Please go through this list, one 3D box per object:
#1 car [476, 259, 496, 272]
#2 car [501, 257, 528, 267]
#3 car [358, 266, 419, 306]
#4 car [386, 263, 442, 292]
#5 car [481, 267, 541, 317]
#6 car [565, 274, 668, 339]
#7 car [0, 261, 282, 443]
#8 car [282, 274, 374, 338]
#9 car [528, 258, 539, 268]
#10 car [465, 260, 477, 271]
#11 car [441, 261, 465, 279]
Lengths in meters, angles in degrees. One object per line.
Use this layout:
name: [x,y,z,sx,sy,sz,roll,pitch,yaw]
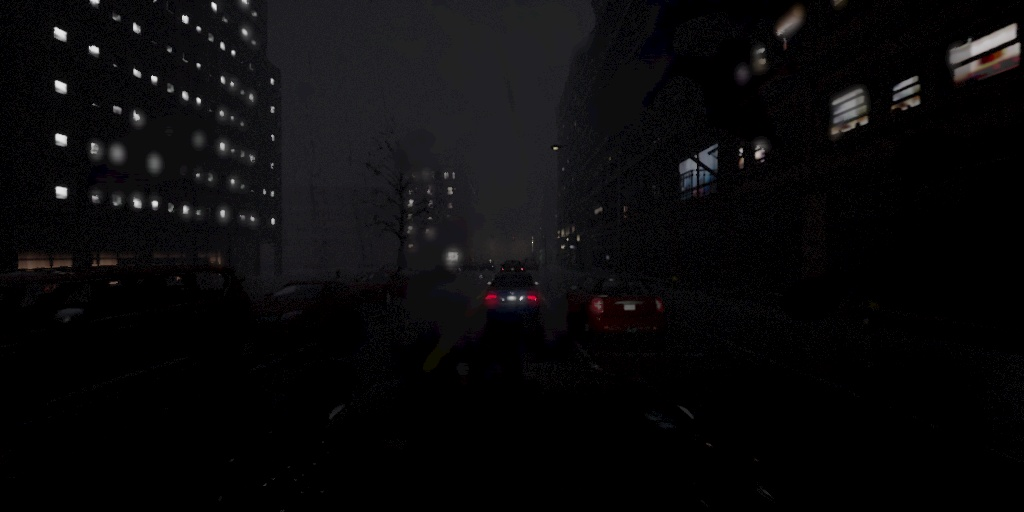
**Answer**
car: [-3.110,1.387,46.098,1.895,1.301,4.718,0,0,0]
car: [0.060,1.122,31.597,2.097,1.767,4.553,0,0,0]
car: [-5.697,1.304,15.630,1.888,1.381,4.507,0,0,0]
car: [-5.699,1.313,21.158,2.007,1.370,4.403,0,0,0]
car: [0.042,1.304,13.184,2.033,1.411,5.357,0,0,0]
car: [2.686,1.195,10.105,1.967,1.591,4.097,0,0,0]
car: [-5.693,1.066,4.575,2.192,1.841,5.009,0,0,0]
car: [-5.695,1.337,10.103,1.802,1.307,4.207,0,0,0]
car: [2.673,1.335,48.797,1.888,1.381,4.507,0,0,0]
car: [-5.708,1.230,48.795,1.967,1.591,4.097,0,0,0]
car: [-5.703,1.211,32.213,1.967,1.591,4.097,0,0,0]
